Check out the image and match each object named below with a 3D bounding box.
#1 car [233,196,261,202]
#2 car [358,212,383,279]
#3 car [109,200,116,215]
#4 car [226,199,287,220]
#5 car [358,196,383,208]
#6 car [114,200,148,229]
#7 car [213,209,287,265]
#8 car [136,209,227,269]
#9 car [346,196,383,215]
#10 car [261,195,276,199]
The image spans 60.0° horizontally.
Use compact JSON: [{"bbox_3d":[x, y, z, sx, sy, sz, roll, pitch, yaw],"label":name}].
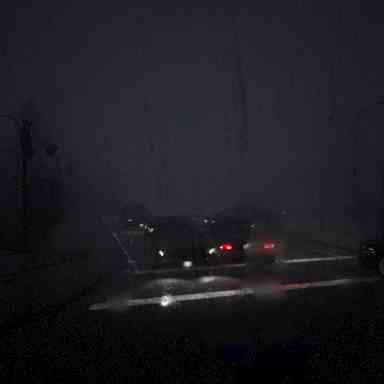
[{"bbox_3d":[7.246,1.287,46.218,2.007,1.523,4.514,0,0,-17],"label":"car"},{"bbox_3d":[6.786,1.475,8.007,5.008,1.535,1.882,0,0,36],"label":"car"},{"bbox_3d":[-7.363,1.511,33.421,2.033,1.411,5.357,0,0,-17],"label":"car"},{"bbox_3d":[3.073,1.468,18.865,5.357,1.411,2.033,-4,3,-38],"label":"car"},{"bbox_3d":[23.800,1.273,43.299,1.845,1.501,3.633,0,0,-17],"label":"car"},{"bbox_3d":[-3.705,1.526,21.782,2.033,1.411,5.357,0,0,-18],"label":"car"},{"bbox_3d":[1.437,1.542,11.617,2.033,1.411,5.357,0,0,-2],"label":"car"},{"bbox_3d":[-0.667,1.542,11.495,2.033,1.411,5.357,0,0,-12],"label":"car"},{"bbox_3d":[15.535,1.355,29.286,1.970,1.475,3.806,0,0,-17],"label":"car"},{"bbox_3d":[10.231,1.277,47.183,2.152,1.636,5.027,0,0,-17],"label":"car"}]
